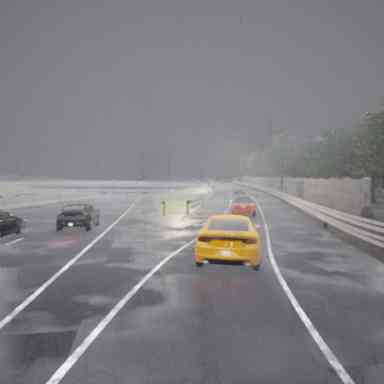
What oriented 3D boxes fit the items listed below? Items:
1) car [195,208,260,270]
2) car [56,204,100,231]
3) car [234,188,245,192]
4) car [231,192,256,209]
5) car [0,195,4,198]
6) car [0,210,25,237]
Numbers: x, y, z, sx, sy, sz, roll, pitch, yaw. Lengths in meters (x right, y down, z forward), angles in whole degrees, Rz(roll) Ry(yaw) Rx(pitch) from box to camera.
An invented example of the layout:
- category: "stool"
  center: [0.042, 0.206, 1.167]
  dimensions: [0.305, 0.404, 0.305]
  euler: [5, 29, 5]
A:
- category: "car"
  center: [1.306, 1.527, 11.450]
  dimensions: [1.882, 1.535, 5.008]
  euler: [1, 0, 9]
- category: "car"
  center: [-6.769, 1.463, 20.098]
  dimensions: [1.837, 1.490, 4.892]
  euler: [0, 0, -7]
- category: "car"
  center: [9.160, -0.188, 64.689]
  dimensions: [1.895, 1.301, 4.718]
  euler: [0, 3, 4]
- category: "car"
  center: [4.762, 1.204, 30.571]
  dimensions: [2.097, 1.767, 4.553]
  euler: [0, 2, 10]
- category: "car"
  center: [-32.525, 1.190, 55.016]
  dimensions: [1.994, 1.385, 4.181]
  euler: [0, 0, -7]
- category: "car"
  center: [-9.672, 1.508, 15.936]
  dimensions: [1.994, 1.385, 4.181]
  euler: [0, 0, -7]
